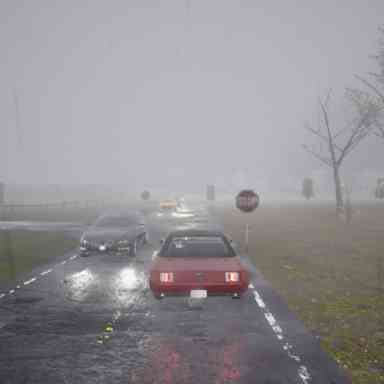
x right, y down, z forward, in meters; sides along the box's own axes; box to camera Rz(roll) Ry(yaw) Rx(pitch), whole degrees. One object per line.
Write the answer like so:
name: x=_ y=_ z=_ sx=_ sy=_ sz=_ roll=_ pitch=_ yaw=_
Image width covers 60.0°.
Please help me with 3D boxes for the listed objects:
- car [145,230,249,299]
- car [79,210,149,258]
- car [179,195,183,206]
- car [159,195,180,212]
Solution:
car: x=0.098 y=1.604 z=8.388 sx=1.895 sy=1.301 sz=4.718 roll=0 pitch=0 yaw=-1
car: x=-2.813 y=1.509 z=12.879 sx=1.837 sy=1.490 sz=4.892 roll=0 pitch=0 yaw=0
car: x=-2.686 y=1.512 z=50.053 sx=1.837 sy=1.490 sz=4.892 roll=0 pitch=0 yaw=0
car: x=-2.730 y=1.486 z=38.757 sx=1.882 sy=1.535 sz=5.008 roll=0 pitch=0 yaw=0
